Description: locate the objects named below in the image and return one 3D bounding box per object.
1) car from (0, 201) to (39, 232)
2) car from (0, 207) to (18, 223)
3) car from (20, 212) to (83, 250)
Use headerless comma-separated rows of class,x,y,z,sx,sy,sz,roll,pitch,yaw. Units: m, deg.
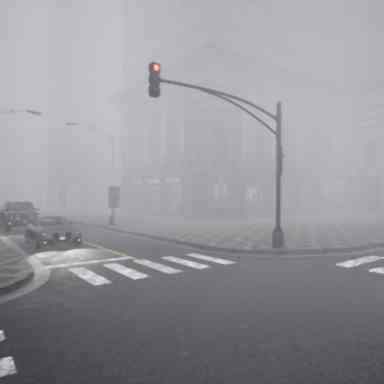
car,-12.916,1.731,24.876,2.150,2.045,5.566,1,-1,-35
car,-19.030,2.243,33.522,2.033,1.411,5.357,1,-1,-35
car,-6.845,1.890,16.292,1.994,1.385,4.181,1,-1,-35
